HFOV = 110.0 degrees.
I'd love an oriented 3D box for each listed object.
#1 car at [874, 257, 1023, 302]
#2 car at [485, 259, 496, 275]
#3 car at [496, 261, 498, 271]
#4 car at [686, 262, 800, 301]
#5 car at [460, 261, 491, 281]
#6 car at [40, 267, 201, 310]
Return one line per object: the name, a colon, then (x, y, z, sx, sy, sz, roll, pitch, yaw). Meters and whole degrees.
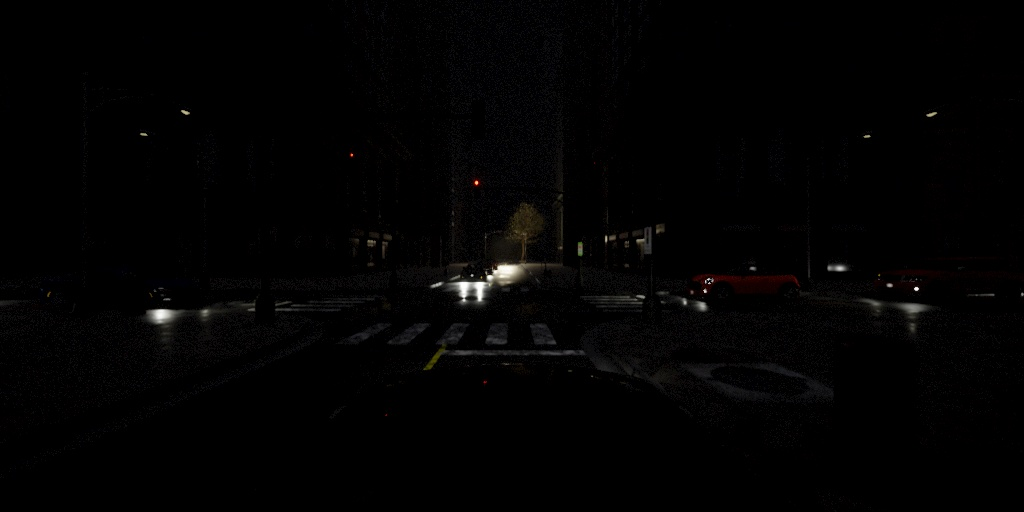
car: (20.690, 1.046, 16.993, 5.566, 2.045, 2.150, 0, 0, 1)
car: (-3.075, 1.252, 39.591, 1.882, 1.535, 5.008, 0, 0, 0)
car: (-3.055, 1.143, 50.314, 2.097, 1.767, 4.553, 0, 0, 0)
car: (10.790, 1.146, 17.006, 4.553, 1.767, 2.097, 0, 0, 0)
car: (-3.082, 1.329, 29.606, 1.994, 1.385, 4.181, 0, 0, 0)
car: (-14.903, 1.183, 13.821, 5.008, 1.535, 1.882, 0, 0, 2)
